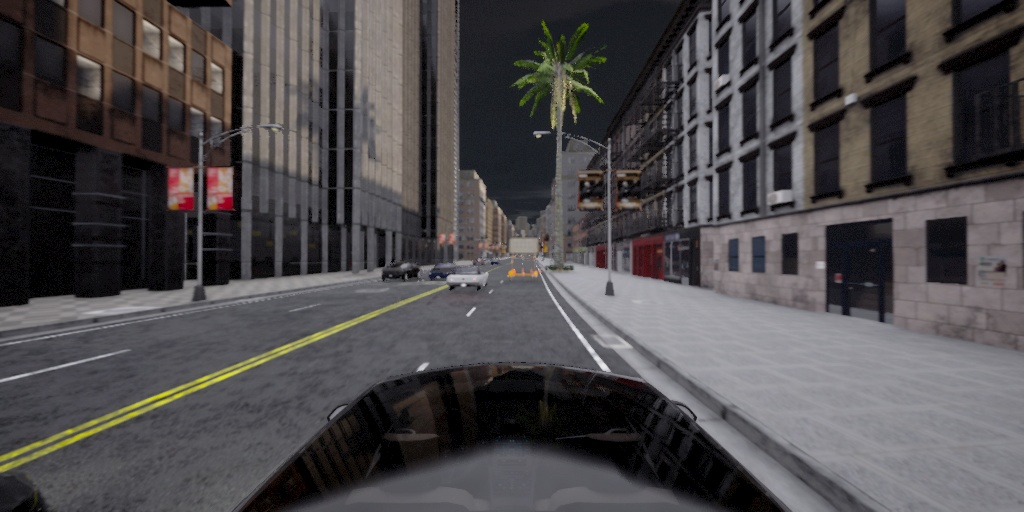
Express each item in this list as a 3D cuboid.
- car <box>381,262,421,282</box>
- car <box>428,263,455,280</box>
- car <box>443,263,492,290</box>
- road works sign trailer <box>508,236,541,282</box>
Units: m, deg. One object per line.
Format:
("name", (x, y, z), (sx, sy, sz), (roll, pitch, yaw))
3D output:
("car", (-8.916, 1.194, 29.205), (1.882, 1.535, 5.008), (0, 0, 3))
("car", (-5.590, 1.266, 30.545), (2.033, 1.411, 5.357), (0, 0, 3))
("car", (-2.578, 1.331, 22.050), (1.895, 1.301, 4.718), (0, 0, 3))
("road works sign trailer", (0.933, 0.192, 29.039), (2.380, 3.560, 2.880), (0, 0, 3))
